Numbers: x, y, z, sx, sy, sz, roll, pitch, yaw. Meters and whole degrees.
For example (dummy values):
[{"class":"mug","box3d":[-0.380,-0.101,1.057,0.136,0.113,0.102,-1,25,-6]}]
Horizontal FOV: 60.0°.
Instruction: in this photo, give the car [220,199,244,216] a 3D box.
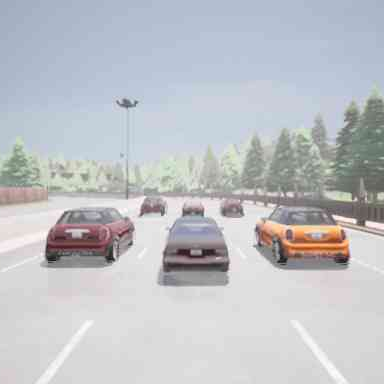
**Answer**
[{"class":"car","box3d":[3.597,1.354,30.590,1.812,1.442,4.674,0,0,0]}]

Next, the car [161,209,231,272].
[{"class":"car","box3d":[0.099,1.488,10.521,2.033,1.411,5.357,0,0,0]}]

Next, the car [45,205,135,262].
[{"class":"car","box3d":[-3.401,1.284,11.964,2.097,1.767,4.553,0,0,0]}]

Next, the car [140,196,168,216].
[{"class":"car","box3d":[-3.403,1.181,30.346,2.097,1.767,4.553,0,0,0]}]

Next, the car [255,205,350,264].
[{"class":"car","box3d":[3.599,1.286,11.707,2.097,1.767,4.553,0,0,0]}]

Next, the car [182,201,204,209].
[{"class":"car","box3d":[0.098,1.435,29.518,1.895,1.301,4.718,0,0,0]}]
